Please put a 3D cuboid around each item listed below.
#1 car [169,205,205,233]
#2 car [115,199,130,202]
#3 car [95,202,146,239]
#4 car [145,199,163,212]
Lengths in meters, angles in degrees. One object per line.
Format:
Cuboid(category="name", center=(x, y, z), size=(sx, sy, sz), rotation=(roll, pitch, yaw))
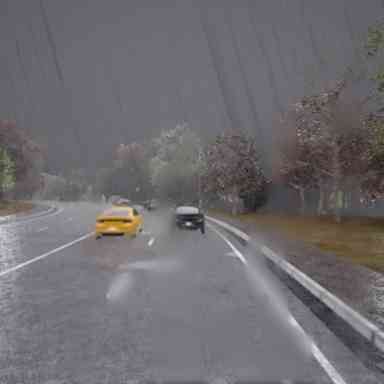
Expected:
Cuboid(category="car", center=(-0.349, 1.529, 19.881), size=(1.882, 1.535, 5.008), rotation=(0, 0, -4))
Cuboid(category="car", center=(-8.553, 1.577, 40.685), size=(1.837, 1.490, 4.892), rotation=(2, -1, -22))
Cuboid(category="car", center=(-3.707, 1.512, 17.474), size=(1.882, 1.535, 5.008), rotation=(0, 0, -3))
Cuboid(category="car", center=(-4.911, 1.629, 40.975), size=(2.128, 1.511, 4.902), rotation=(1, -1, -20))
